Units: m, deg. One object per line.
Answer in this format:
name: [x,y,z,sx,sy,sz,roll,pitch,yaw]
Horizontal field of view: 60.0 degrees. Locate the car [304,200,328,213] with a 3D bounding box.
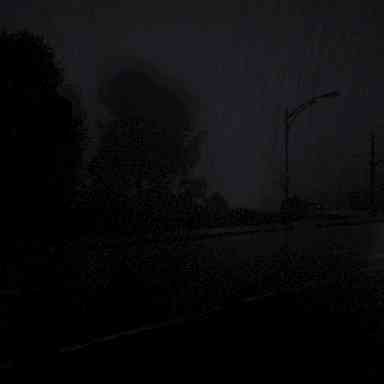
car: [14.231,1.706,40.672,1.837,1.490,4.892,0,-2,-32]
